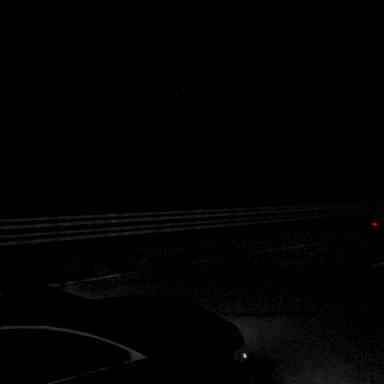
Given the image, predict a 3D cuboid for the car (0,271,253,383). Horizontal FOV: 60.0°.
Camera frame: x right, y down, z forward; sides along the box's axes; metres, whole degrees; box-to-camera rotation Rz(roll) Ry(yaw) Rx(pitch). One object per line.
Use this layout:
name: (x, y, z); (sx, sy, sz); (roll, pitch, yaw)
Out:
car: (-1.644, 1.504, 2.572); (4.892, 1.490, 1.837); (0, 0, -35)

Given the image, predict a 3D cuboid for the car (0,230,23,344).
car: (-5.107, 1.515, 4.403); (4.892, 1.490, 1.837); (-1, 0, -35)

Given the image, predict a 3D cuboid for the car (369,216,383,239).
car: (10.302, 1.447, 15.377); (5.357, 1.411, 2.033); (0, 0, -35)
